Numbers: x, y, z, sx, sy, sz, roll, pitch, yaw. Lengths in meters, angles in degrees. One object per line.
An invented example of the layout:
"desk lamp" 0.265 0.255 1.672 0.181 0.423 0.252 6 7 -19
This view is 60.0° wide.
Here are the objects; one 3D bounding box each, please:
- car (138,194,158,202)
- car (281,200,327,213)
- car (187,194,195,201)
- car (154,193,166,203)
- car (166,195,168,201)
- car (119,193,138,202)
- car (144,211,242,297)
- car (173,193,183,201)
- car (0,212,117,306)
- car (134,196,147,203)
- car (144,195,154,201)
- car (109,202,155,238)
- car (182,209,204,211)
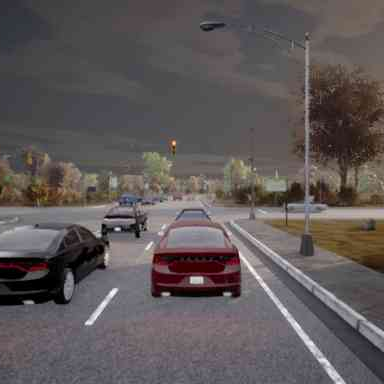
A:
"car" -7.223 1.558 55.437 1.994 1.385 4.181 0 0 -1
"car" 12.371 1.597 37.035 4.718 1.301 1.895 0 0 2
"car" -0.204 1.340 85.809 2.097 1.767 4.553 0 0 0
"car" -7.167 1.216 69.150 2.150 2.045 5.566 0 0 0
"car" -7.200 1.347 83.364 2.097 1.767 4.553 0 0 0
"car" -10.685 1.217 55.857 2.150 2.045 5.566 0 0 2
"car" 0.081 1.477 8.616 1.882 1.535 5.008 0 0 0
"car" -3.703 1.209 85.445 2.150 2.045 5.566 0 0 0
"car" -3.417 1.477 8.141 1.882 1.535 5.008 0 0 0
"car" -10.667 1.589 69.016 1.895 1.301 4.718 0 0 0
"car" -10.700 1.491 83.352 1.837 1.490 4.892 0 0 0
"car" -3.434 1.490 17.628 2.128 1.511 4.902 0 0 -1
"car" 0.061 1.562 17.605 1.994 1.385 4.181 0 0 0
